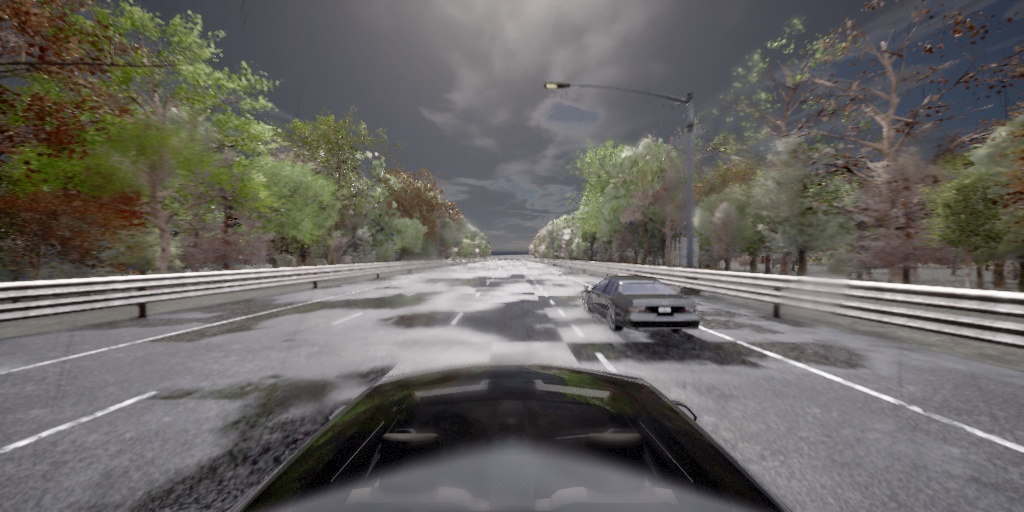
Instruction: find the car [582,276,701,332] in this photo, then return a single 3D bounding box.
[{"bbox_3d":[3.510,1.295,10.812,2.033,1.411,5.357,0,0,-1],"label":"car"}]
